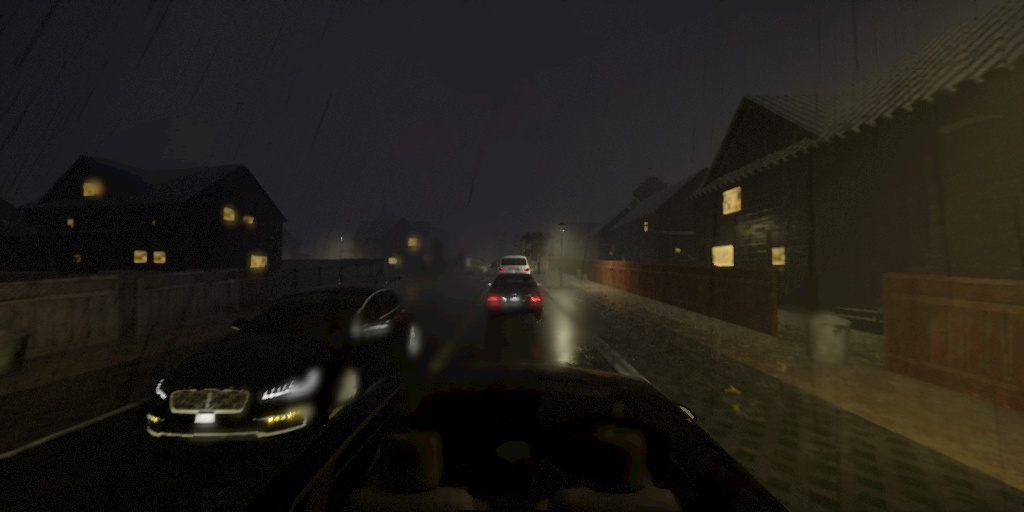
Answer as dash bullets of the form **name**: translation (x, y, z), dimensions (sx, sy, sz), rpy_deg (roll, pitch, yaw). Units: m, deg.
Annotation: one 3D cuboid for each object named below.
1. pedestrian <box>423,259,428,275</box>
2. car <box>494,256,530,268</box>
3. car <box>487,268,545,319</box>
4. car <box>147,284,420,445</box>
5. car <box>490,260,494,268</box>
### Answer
- **pedestrian**: translation (-9.908, 1.279, 40.817), dimensions (0.375, 1.860, 0.375), rpy_deg (0, -2, 5)
- **car**: translation (0.085, 1.015, 24.287), dimensions (2.150, 2.045, 5.566), rpy_deg (0, 0, -1)
- **car**: translation (0.101, 1.312, 12.785), dimensions (2.033, 1.411, 5.357), rpy_deg (0, 0, 0)
- **car**: translation (-2.847, 1.259, 5.757), dimensions (1.837, 1.490, 4.892), rpy_deg (0, 0, 0)
- **car**: translation (-2.777, 1.451, 64.162), dimensions (1.882, 1.535, 5.008), rpy_deg (0, 0, 1)
